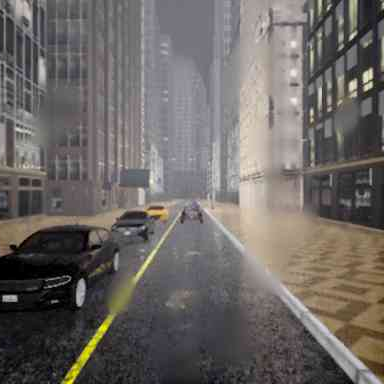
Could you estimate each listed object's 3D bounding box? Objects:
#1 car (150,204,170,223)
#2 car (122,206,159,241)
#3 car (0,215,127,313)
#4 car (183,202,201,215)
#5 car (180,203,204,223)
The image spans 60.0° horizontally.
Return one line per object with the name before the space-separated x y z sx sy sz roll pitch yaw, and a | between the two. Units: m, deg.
car | -3.011 1.809 28.836 1.882 1.535 5.008 0 -1 0
car | -3.089 1.730 18.254 1.812 1.442 4.674 0 -1 0
car | -3.097 1.570 8.173 1.882 1.535 5.008 0 -1 0
car | 0.015 2.017 41.305 2.033 1.411 5.357 0 -1 0
car | 0.003 1.811 28.638 2.128 1.511 4.902 0 -1 0
